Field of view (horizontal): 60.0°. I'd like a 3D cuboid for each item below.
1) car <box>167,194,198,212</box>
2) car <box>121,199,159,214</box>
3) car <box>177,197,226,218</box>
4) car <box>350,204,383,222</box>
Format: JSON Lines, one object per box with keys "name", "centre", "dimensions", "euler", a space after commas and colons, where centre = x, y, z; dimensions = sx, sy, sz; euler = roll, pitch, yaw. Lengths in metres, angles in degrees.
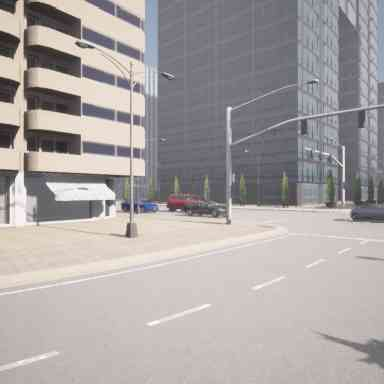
{"name": "car", "centre": [-0.355, 1.274, 37.020], "dimensions": [5.566, 2.045, 2.150], "euler": [0, 0, 40]}
{"name": "car", "centre": [-5.850, 1.533, 37.117], "dimensions": [5.008, 1.535, 1.882], "euler": [0, 0, 41]}
{"name": "car", "centre": [1.373, 1.547, 30.944], "dimensions": [4.902, 1.511, 2.128], "euler": [0, 0, 41]}
{"name": "car", "centre": [14.050, 1.579, 24.715], "dimensions": [4.181, 1.385, 1.994], "euler": [0, 0, 41]}
